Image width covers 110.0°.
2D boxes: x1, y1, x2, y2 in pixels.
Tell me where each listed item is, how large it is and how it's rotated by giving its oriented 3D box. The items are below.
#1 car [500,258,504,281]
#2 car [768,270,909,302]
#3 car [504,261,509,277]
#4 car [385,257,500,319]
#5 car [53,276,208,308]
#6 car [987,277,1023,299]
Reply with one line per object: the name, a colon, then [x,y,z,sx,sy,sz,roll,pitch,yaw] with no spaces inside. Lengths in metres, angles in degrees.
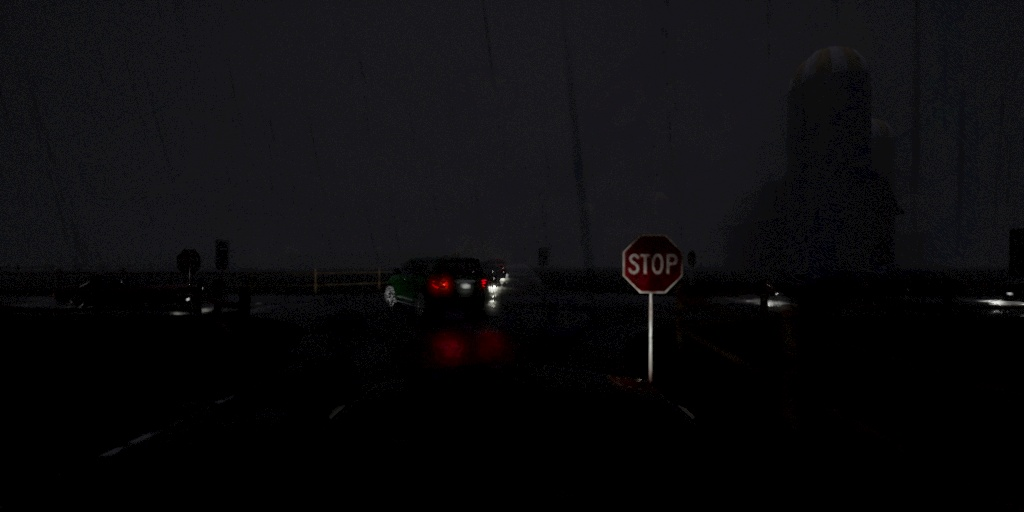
car: [-2.117,1.306,29.998,2.097,1.767,4.553,0,0,3]
car: [15.134,1.367,16.833,5.357,1.411,2.033,0,0,2]
car: [-1.772,1.263,40.309,2.150,2.045,5.566,0,-1,1]
car: [-2.972,1.050,13.481,2.150,2.045,5.566,1,0,-35]
car: [-15.534,1.476,14.819,4.718,1.301,1.895,0,0,1]
car: [25.690,1.361,16.519,5.357,1.411,2.033,0,0,2]
